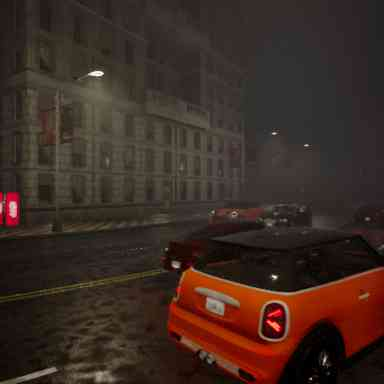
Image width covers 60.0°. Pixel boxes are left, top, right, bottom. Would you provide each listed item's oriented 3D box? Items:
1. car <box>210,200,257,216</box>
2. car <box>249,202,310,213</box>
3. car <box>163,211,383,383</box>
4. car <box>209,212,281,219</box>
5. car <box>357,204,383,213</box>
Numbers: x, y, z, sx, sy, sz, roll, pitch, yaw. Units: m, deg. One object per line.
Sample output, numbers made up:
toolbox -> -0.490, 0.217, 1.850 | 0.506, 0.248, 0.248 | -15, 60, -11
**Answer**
car -> 3.029, 1.335, 21.925 | 2.097, 1.767, 4.553 | 0, 0, 37
car -> 5.572, 1.481, 19.497 | 2.128, 1.511, 4.902 | 0, 0, 37
car -> 1.911, 1.349, 5.212 | 4.553, 1.767, 2.097 | 0, 0, -39
car -> 1.316, 1.519, 9.314 | 4.674, 1.442, 1.812 | 0, 0, -42
car -> 12.410, 1.515, 22.737 | 1.812, 1.442, 4.674 | 0, 0, 37
